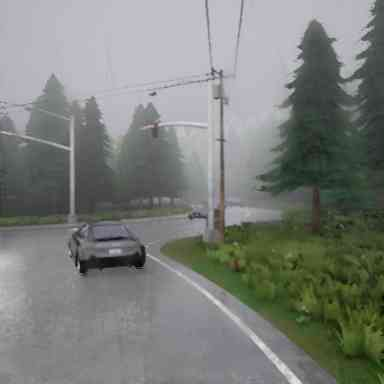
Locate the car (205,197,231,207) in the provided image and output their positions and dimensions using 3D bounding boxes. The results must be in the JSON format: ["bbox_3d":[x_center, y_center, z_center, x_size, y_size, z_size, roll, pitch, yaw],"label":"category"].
[{"bbox_3d":[3.941,1.834,51.751,2.033,1.411,5.357,0,0,-8],"label":"car"}]

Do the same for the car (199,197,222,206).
[{"bbox_3d":[3.537,1.852,64.803,1.882,1.535,5.008,0,0,-31],"label":"car"}]

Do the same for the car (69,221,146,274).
[{"bbox_3d":[-2.958,1.654,11.151,1.994,1.385,4.181,0,0,-24],"label":"car"}]

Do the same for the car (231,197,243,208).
[{"bbox_3d":[6.924,1.647,55.604,2.097,1.767,4.553,0,0,-11],"label":"car"}]

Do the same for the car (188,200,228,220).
[{"bbox_3d":[1.274,1.719,29.087,1.994,1.385,4.181,-1,0,27],"label":"car"}]
